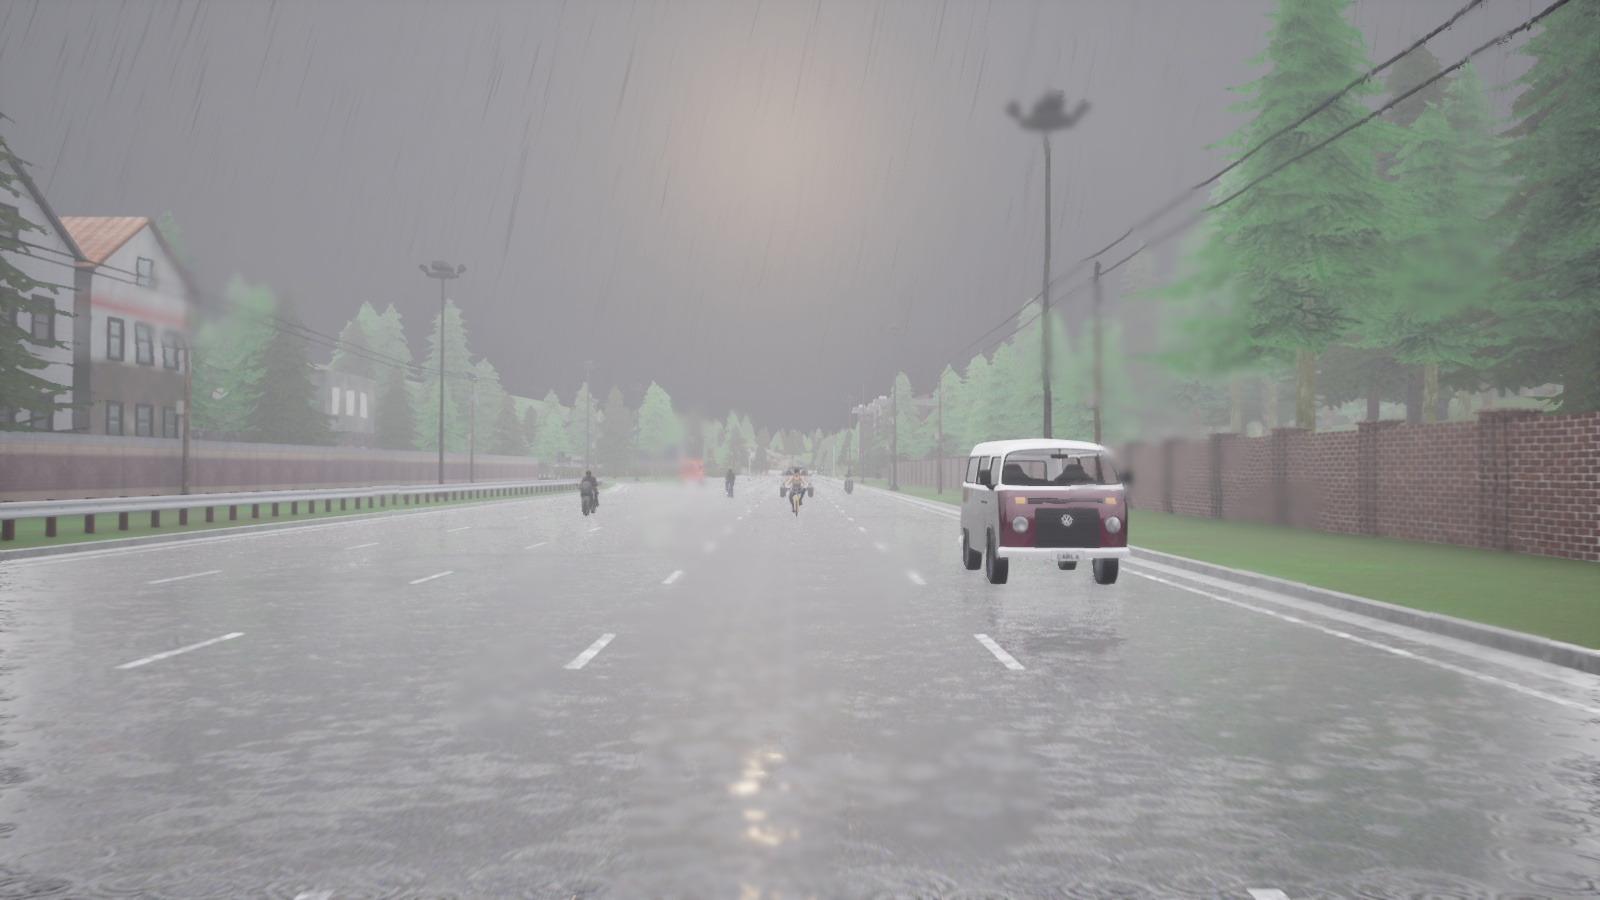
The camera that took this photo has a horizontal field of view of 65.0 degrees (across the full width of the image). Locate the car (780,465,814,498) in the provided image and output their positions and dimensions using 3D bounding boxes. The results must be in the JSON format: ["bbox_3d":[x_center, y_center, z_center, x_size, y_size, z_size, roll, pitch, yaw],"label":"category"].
[{"bbox_3d":[-0.174,1.831,72.989,1.932,1.855,4.605,0,-2,0],"label":"car"}]

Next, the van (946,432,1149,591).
[{"bbox_3d":[3.455,0.826,18.437,2.069,2.038,4.480,0,-1,0],"label":"van"}]

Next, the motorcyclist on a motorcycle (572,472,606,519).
[{"bbox_3d":[-7.101,1.518,42.411,0.797,1.523,2.044,0,0,0],"label":"motorcyclist on a motorcycle"}]
